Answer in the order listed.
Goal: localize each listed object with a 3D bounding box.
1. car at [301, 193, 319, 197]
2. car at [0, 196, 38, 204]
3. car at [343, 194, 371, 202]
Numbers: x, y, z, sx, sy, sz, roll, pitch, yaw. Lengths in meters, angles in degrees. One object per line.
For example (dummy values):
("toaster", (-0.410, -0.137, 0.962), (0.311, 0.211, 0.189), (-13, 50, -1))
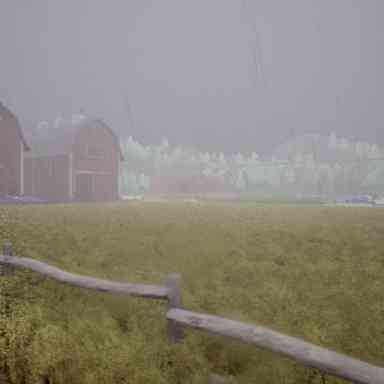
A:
("car", (31.856, 1.199, 89.985), (4.605, 1.855, 1.932), (1, 0, 35))
("car", (-22.438, 1.285, 43.374), (1.812, 1.442, 4.674), (1, 0, 32))
("car", (34.805, 1.476, 70.922), (4.611, 1.667, 2.242), (1, 0, 35))
